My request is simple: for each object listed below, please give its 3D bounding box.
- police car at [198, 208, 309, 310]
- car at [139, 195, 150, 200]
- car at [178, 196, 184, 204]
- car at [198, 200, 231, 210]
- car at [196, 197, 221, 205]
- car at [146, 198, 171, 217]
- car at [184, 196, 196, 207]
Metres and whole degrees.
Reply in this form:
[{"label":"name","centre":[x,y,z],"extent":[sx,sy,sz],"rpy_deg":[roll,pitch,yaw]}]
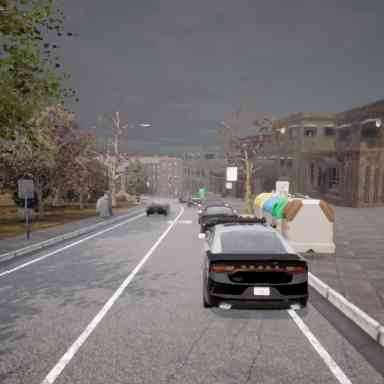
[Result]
[{"label":"police car","centre":[1.187,1.402,7.990],"extent":[1.930,1.638,5.238],"rpy_deg":[0,0,1]},{"label":"car","centre":[-12.604,1.524,88.052],"extent":[1.895,1.301,4.718],"rpy_deg":[-2,1,-21]},{"label":"car","centre":[-1.247,1.357,60.169],"extent":[1.994,1.385,4.181],"rpy_deg":[-1,0,-11]},{"label":"car","centre":[1.391,1.424,17.927],"extent":[1.882,1.535,5.008],"rpy_deg":[0,0,1]},{"label":"car","centre":[1.514,1.278,23.921],"extent":[2.097,1.767,4.553],"rpy_deg":[0,0,1]},{"label":"car","centre":[-3.032,1.503,30.447],"extent":[1.895,1.301,4.718],"rpy_deg":[0,0,1]},{"label":"car","centre":[0.297,1.365,46.843],"extent":[1.812,1.442,4.674],"rpy_deg":[0,0,-5]}]
